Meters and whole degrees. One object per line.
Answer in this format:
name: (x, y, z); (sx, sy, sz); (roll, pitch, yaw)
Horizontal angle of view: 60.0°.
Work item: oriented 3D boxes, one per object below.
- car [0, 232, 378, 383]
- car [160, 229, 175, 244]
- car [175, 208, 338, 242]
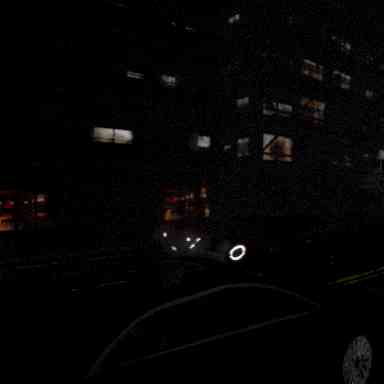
car: (0.103, 1.493, 3.529); (4.902, 1.511, 2.128); (0, 0, -36)
car: (1.193, 1.610, 12.596); (4.718, 1.301, 1.895); (0, 0, -36)
car: (2.072, 1.359, 9.226); (4.553, 1.767, 2.097); (0, 0, -36)
